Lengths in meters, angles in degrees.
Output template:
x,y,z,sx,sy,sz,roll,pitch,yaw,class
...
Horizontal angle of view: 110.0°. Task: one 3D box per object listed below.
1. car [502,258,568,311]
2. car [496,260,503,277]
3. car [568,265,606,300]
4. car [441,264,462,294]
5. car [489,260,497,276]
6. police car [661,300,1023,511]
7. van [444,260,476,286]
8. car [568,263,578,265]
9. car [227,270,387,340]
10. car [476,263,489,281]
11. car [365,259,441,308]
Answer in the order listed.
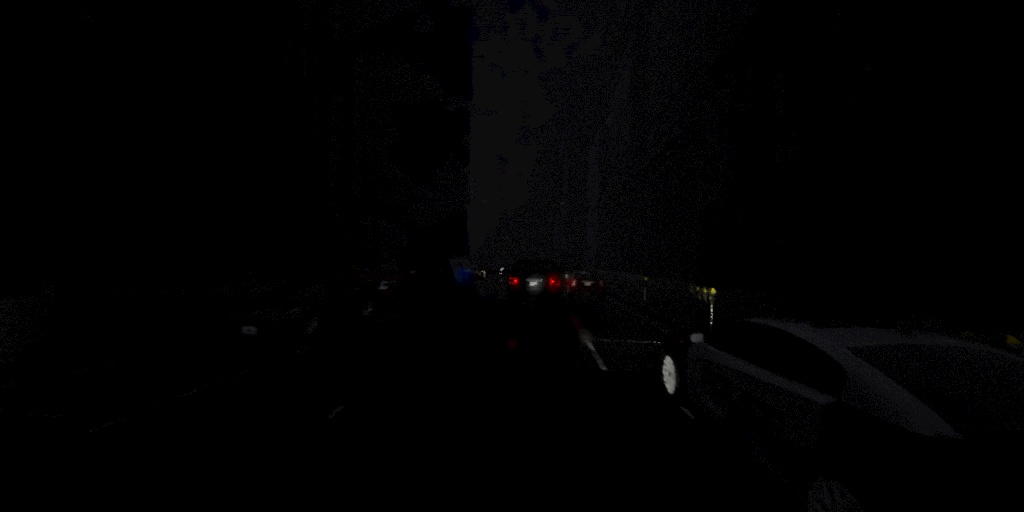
x,y,z,sx,sy,sz,roll,pitch,yaw,class
1.021,1.136,15.673,2.150,2.045,5.566,2,0,4,car
-0.182,1.470,40.817,2.097,1.767,4.553,2,0,5,car
4.019,1.488,20.308,1.967,1.591,4.097,0,0,4,car
-4.478,1.345,20.957,1.888,1.381,4.507,0,0,4,car
-2.742,1.508,43.436,1.967,1.591,4.097,0,0,4,car
3.136,1.288,3.745,1.930,1.638,5.238,2,-1,4,police car
-4.044,1.208,26.577,1.690,1.789,3.998,0,0,4,van
4.887,1.497,31.547,2.192,1.841,5.009,0,0,4,car
-5.346,1.233,9.718,1.948,1.339,4.313,0,0,4,car
-3.610,1.374,32.197,1.967,1.591,4.097,0,0,4,car
-4.912,1.048,15.337,2.192,1.841,5.009,0,0,4,car
